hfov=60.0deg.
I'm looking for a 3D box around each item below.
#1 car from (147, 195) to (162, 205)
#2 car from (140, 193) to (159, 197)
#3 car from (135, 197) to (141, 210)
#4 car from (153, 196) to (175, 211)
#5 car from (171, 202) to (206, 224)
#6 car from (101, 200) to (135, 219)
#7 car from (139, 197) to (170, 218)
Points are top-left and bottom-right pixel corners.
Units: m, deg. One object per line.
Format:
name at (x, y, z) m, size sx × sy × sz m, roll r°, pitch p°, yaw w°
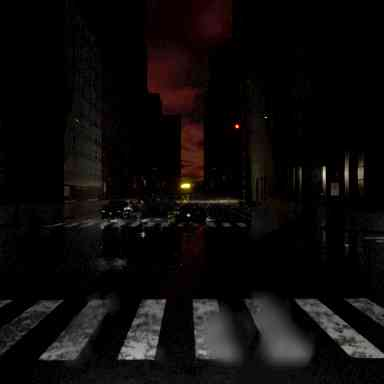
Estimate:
car at (-6.622, 1.359, 59.036) m, size 2.097 × 1.767 × 4.553 m, roll 0°, pitch 0°, yaw -1°
car at (-6.645, 1.226, 48.774) m, size 2.150 × 2.045 × 5.566 m, roll 0°, pitch 0°, yaw 0°
car at (-6.641, 1.604, 38.863) m, size 1.895 × 1.301 × 4.718 m, roll 0°, pitch 0°, yaw 0°
car at (-3.397, 1.529, 40.171) m, size 1.812 × 1.442 × 4.674 m, roll 0°, pitch 0°, yaw 0°
car at (-0.067, 1.565, 24.718) m, size 1.994 × 1.385 × 4.181 m, roll 0°, pitch 0°, yaw 5°
car at (-6.646, 1.507, 29.600) m, size 1.837 × 1.490 × 4.892 m, roll 0°, pitch 0°, yaw 1°
car at (-3.380, 1.480, 30.891) m, size 1.882 × 1.535 × 5.008 m, roll 0°, pitch 0°, yaw 0°
